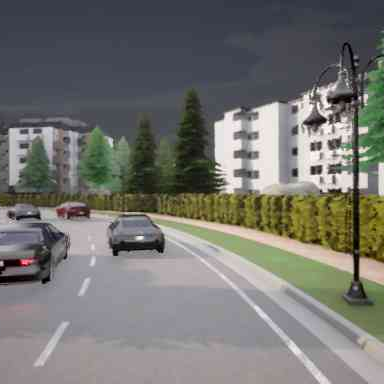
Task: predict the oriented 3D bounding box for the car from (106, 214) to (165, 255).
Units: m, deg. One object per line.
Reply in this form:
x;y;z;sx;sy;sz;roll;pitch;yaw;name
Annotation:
-2.404;1.588;13.601;1.994;1.385;4.181;0;0;-17;car

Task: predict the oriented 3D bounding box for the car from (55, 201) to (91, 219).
-10.563;1.564;29.279;1.882;1.535;5.008;0;0;-37;car

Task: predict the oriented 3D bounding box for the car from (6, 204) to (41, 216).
-14.463;1.676;28.515;1.994;1.385;4.181;0;0;-39;car

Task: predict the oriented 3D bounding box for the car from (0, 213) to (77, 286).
-4.726;1.585;9.512;2.033;1.411;5.357;0;0;-13;car
